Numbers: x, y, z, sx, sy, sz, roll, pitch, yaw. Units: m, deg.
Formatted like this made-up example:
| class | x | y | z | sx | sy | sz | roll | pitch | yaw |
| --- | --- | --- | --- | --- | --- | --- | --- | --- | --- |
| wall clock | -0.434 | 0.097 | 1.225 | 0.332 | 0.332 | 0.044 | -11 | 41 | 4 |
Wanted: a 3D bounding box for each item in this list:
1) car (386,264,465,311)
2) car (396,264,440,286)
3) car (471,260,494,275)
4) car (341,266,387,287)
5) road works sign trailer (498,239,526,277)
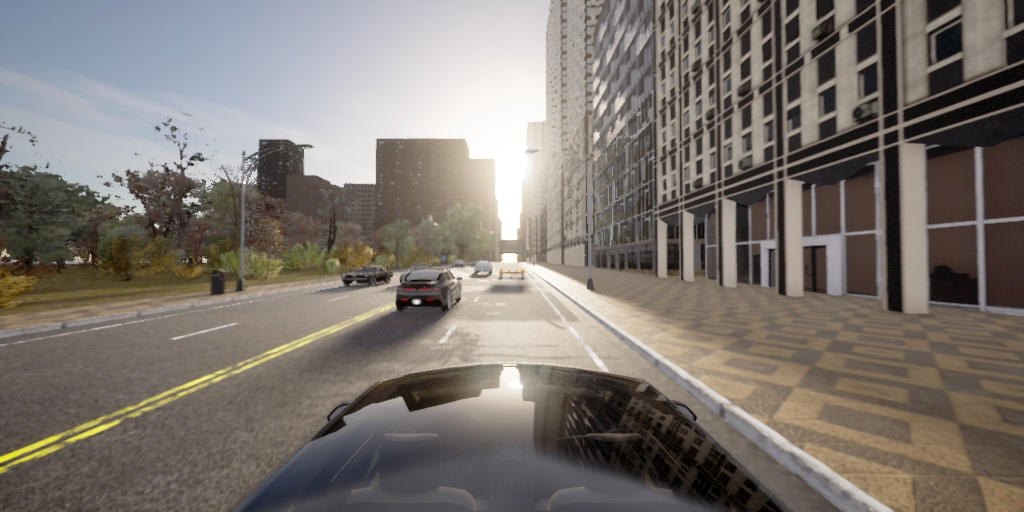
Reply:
| class | x | y | z | sx | sy | sz | roll | pitch | yaw |
| --- | --- | --- | --- | --- | --- | --- | --- | --- | --- |
| car | -3.160 | 1.250 | 14.329 | 1.837 | 1.490 | 4.892 | 0 | 1 | 0 |
| car | -6.590 | 1.308 | 25.605 | 1.994 | 1.385 | 4.181 | 0 | 0 | 0 |
| car | -3.146 | 1.292 | 40.070 | 1.812 | 1.442 | 4.674 | 0 | 0 | 0 |
| car | -9.843 | 1.344 | 24.649 | 1.895 | 1.301 | 4.718 | 0 | 0 | 0 |
| road works sign trailer | 0.008 | 0.218 | 34.132 | 2.380 | 3.560 | 2.880 | 0 | 0 | 0 |
